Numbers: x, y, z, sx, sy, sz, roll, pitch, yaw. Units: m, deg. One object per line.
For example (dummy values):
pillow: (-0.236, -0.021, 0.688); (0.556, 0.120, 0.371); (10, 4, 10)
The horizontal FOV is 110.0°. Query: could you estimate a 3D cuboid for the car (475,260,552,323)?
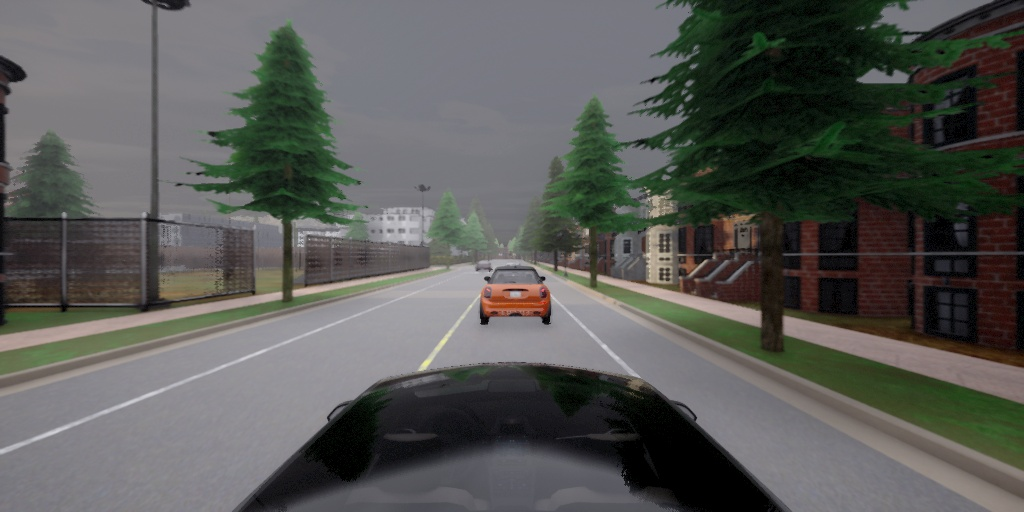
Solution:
car: (0.103, 1.100, 12.204); (2.097, 1.767, 4.553); (0, 0, 0)
